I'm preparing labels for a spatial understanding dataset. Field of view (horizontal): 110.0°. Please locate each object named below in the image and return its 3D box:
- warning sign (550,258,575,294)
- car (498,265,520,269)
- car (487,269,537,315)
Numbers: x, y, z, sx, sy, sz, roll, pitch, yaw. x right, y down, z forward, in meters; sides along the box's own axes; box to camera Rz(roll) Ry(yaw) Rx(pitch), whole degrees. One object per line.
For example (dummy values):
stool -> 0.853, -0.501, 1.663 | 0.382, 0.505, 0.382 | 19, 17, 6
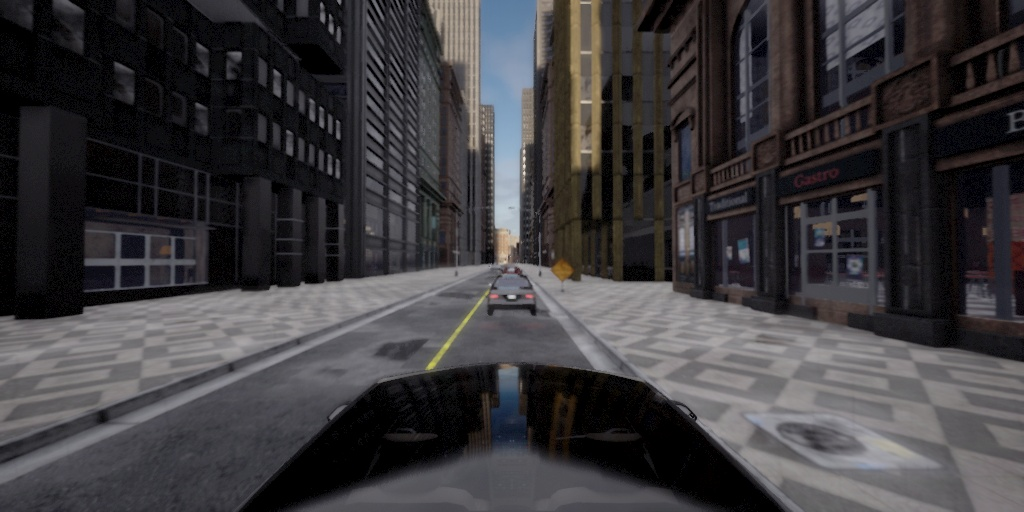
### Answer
warning sign -> 2.715, 1.055, 19.222 | 1.300, 1.860, 1.060 | 0, 0, 0
car -> 0.015, 1.597, 30.754 | 1.812, 1.442, 4.674 | 0, 0, 0
car -> 0.006, 1.434, 14.390 | 2.033, 1.411, 5.357 | 0, -1, 0
